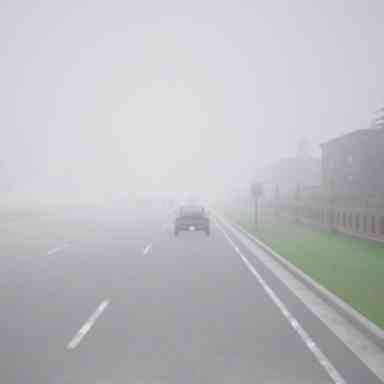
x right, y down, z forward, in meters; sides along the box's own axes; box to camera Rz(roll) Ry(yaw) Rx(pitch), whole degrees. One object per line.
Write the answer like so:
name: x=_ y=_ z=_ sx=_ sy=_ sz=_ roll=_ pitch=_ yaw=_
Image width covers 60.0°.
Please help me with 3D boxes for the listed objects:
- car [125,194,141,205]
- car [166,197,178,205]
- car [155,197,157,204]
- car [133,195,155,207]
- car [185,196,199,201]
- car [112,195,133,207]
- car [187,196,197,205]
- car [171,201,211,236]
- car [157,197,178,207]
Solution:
car: x=-10.493 y=1.284 z=59.380 sx=2.097 sy=1.767 sz=4.553 roll=0 pitch=0 yaw=0
car: x=-3.493 y=1.533 z=59.440 sx=1.895 sy=1.301 sz=4.718 roll=0 pitch=0 yaw=0
car: x=-6.993 y=1.496 z=59.410 sx=1.994 sy=1.385 sz=4.181 roll=0 pitch=0 yaw=0
car: x=-6.994 y=1.422 z=48.990 sx=1.882 sy=1.535 sz=5.008 roll=0 pitch=0 yaw=0
car: x=0.006 y=1.491 z=48.989 sx=2.033 sy=1.411 sz=5.357 roll=0 pitch=0 yaw=0
car: x=-10.494 y=1.508 z=49.374 sx=1.994 sy=1.385 sz=4.181 roll=0 pitch=0 yaw=0
car: x=0.007 y=1.458 z=59.409 sx=1.812 sy=1.442 sz=4.674 roll=0 pitch=0 yaw=0
car: x=0.002 y=1.483 z=18.376 sx=1.837 sy=1.490 sz=4.892 roll=0 pitch=0 yaw=0
car: x=-3.494 y=1.436 z=48.989 sx=2.128 sy=1.511 sz=4.902 roll=0 pitch=0 yaw=0
